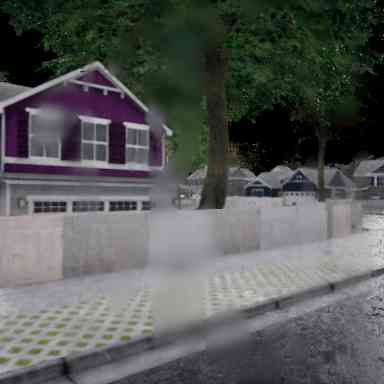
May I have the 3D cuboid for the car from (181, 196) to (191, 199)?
[{"bbox_3d":[-2.992,1.386,54.278,1.882,1.535,5.008,1,0,-41],"label":"car"}]

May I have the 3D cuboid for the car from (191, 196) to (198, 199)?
[{"bbox_3d":[-0.611,1.452,56.499,1.837,1.490,4.892,1,0,-41],"label":"car"}]

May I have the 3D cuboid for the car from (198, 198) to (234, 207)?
[{"bbox_3d":[3.404,1.519,41.687,1.882,1.535,5.008,1,0,-41],"label":"car"}]
